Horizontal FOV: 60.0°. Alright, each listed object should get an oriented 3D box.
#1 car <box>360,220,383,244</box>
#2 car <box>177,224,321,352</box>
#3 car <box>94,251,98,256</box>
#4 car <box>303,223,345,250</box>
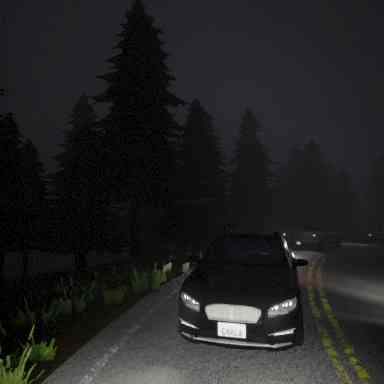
[{"bbox_3d":[15.895,3.228,26.478,5.566,2.045,2.150,8,-8,-28],"label":"car"},{"bbox_3d":[1.138,1.562,6.623,2.128,1.511,4.902,-1,-2,15],"label":"car"},{"bbox_3d":[-20.218,13.650,73.005,4.181,1.381,1.994,-2,-5,31],"label":"car"},{"bbox_3d":[6.529,2.310,17.735,1.895,1.301,4.718,-3,-6,39],"label":"car"}]
